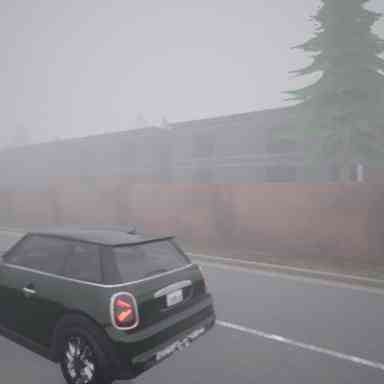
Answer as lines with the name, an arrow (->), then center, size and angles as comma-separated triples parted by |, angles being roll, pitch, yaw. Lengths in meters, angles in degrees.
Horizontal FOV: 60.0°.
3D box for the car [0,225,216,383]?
car -> -1.942, 1.322, 5.378 | 4.553, 1.767, 2.097 | 0, 0, 36
